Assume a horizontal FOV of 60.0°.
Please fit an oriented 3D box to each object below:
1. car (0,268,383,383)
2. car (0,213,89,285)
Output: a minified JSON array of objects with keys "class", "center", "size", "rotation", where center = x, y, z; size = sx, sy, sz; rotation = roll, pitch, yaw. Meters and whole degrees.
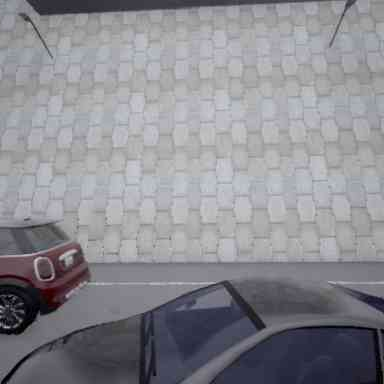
[{"class":"car","center":[0.497,1.488,2.660],"size":[4.181,1.385,1.994],"rotation":[-2,2,-8]},{"class":"car","center":[-4.331,1.294,6.087],"size":[4.553,1.767,2.097],"rotation":[-1,1,3]}]
